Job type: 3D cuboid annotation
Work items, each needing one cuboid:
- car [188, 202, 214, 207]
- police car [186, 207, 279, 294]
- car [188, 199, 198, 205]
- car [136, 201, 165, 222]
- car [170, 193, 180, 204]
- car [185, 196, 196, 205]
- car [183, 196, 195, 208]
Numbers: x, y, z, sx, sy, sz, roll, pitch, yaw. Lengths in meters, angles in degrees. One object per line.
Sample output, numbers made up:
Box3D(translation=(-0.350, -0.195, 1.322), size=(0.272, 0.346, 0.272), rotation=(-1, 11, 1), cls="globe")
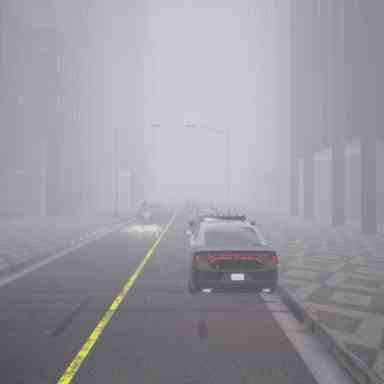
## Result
Box3D(translation=(0.826, 1.521, 18.855), size=(1.812, 1.442, 4.674), rotation=(0, 0, 0), cls="car")
Box3D(translation=(0.865, 1.425, 8.964), size=(1.930, 1.638, 5.238), rotation=(0, 0, 0), cls="police car")
Box3D(translation=(0.801, 1.496, 24.856), size=(1.837, 1.490, 4.892), rotation=(0, 0, 0), cls="car")
Box3D(translation=(-3.204, 1.481, 26.087), size=(2.128, 1.511, 4.902), rotation=(0, 0, 0), cls="car")
Box3D(translation=(-3.258, 1.477, 64.394), size=(1.837, 1.490, 4.892), rotation=(0, 0, 0), cls="car")
Box3D(translation=(-0.242, 1.451, 60.445), size=(1.882, 1.535, 5.008), rotation=(0, 0, 0), cls="car")
Box3D(translation=(-0.160, 1.505, 46.165), size=(1.812, 1.442, 4.674), rotation=(0, 0, 0), cls="car")
